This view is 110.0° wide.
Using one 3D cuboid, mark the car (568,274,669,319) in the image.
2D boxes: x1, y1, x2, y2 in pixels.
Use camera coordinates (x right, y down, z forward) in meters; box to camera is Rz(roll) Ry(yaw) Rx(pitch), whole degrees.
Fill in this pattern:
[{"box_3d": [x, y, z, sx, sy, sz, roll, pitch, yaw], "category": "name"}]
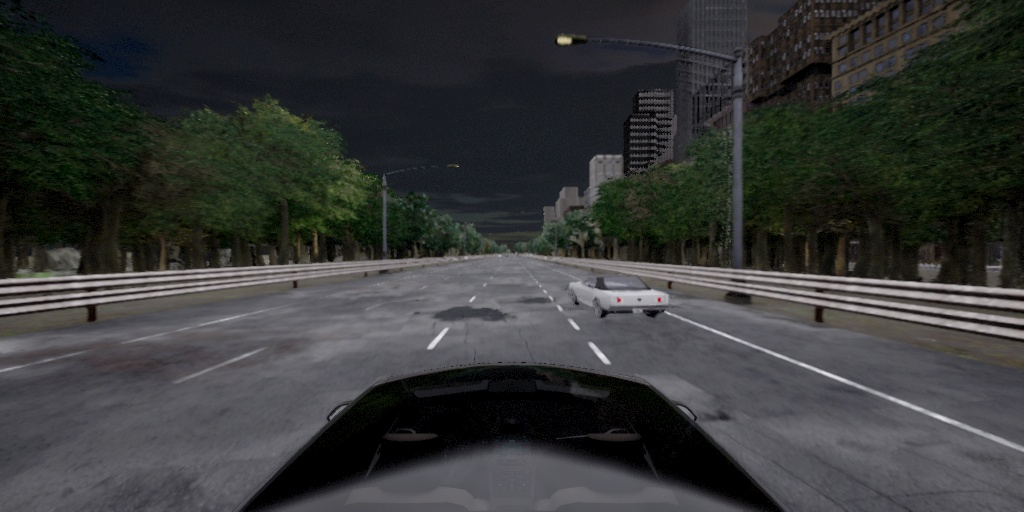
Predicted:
[{"box_3d": [3.388, 1.283, 12.521, 1.895, 1.301, 4.718, 0, 0, -6], "category": "car"}]
